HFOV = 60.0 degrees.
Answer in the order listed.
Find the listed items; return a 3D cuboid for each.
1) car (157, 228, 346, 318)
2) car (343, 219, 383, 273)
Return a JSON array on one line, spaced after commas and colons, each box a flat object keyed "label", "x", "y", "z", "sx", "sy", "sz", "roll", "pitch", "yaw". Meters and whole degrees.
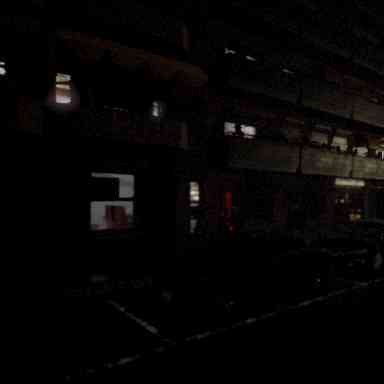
[{"label": "car", "x": 1.305, "y": 1.585, "z": 7.503, "sx": 4.313, "sy": 1.339, "sz": 1.947, "roll": 0, "pitch": 1, "yaw": -36}, {"label": "car", "x": 5.820, "y": 1.579, "z": 10.764, "sx": 4.403, "sy": 1.369, "sz": 2.008, "roll": 0, "pitch": 1, "yaw": -36}]
